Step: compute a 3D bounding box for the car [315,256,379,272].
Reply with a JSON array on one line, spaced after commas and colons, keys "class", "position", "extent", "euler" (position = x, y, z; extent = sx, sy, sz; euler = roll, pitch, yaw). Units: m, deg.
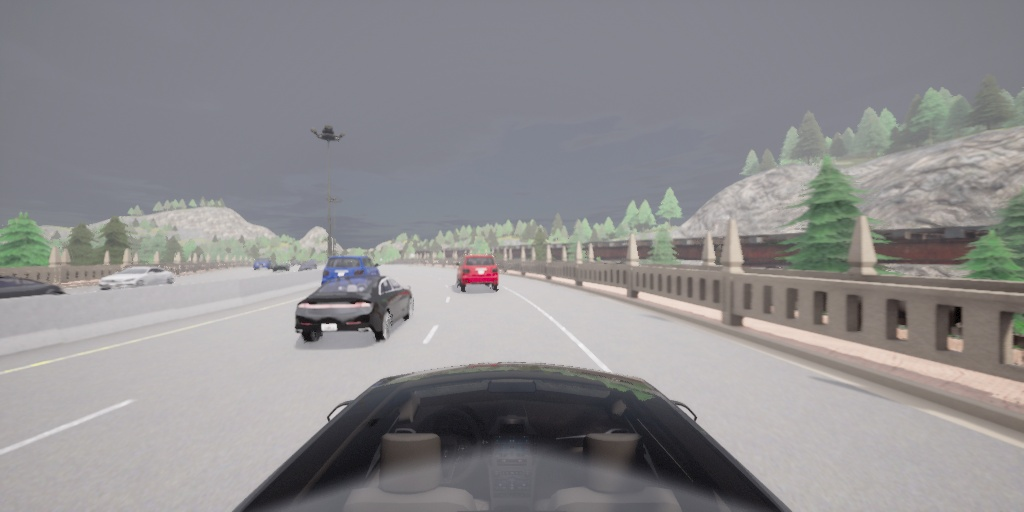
[{"class": "car", "position": [-9.010, 1.011, 20.460], "extent": [2.150, 2.045, 5.566], "euler": [0, 0, -11]}]

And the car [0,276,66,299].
[{"class": "car", "position": [-18.528, 1.408, 12.456], "extent": [1.994, 1.385, 4.181], "euler": [0, 0, -8]}]

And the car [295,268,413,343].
[{"class": "car", "position": [-3.981, 1.256, 9.809], "extent": [2.128, 1.511, 4.902], "euler": [0, 0, -5]}]

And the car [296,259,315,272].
[{"class": "car", "position": [-25.708, 1.480, 45.375], "extent": [1.994, 1.385, 4.181], "euler": [-1, 0, -27]}]

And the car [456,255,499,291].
[{"class": "car", "position": [-2.195, 0.968, 21.988], "extent": [2.150, 2.045, 5.566], "euler": [0, 0, -11]}]

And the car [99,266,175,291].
[{"class": "car", "position": [-24.363, 1.423, 23.546], "extent": [1.812, 1.442, 4.674], "euler": [0, 0, -16]}]

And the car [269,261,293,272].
[{"class": "car", "position": [-31.989, 1.570, 49.748], "extent": [1.895, 1.301, 4.718], "euler": [-1, 0, -28]}]
